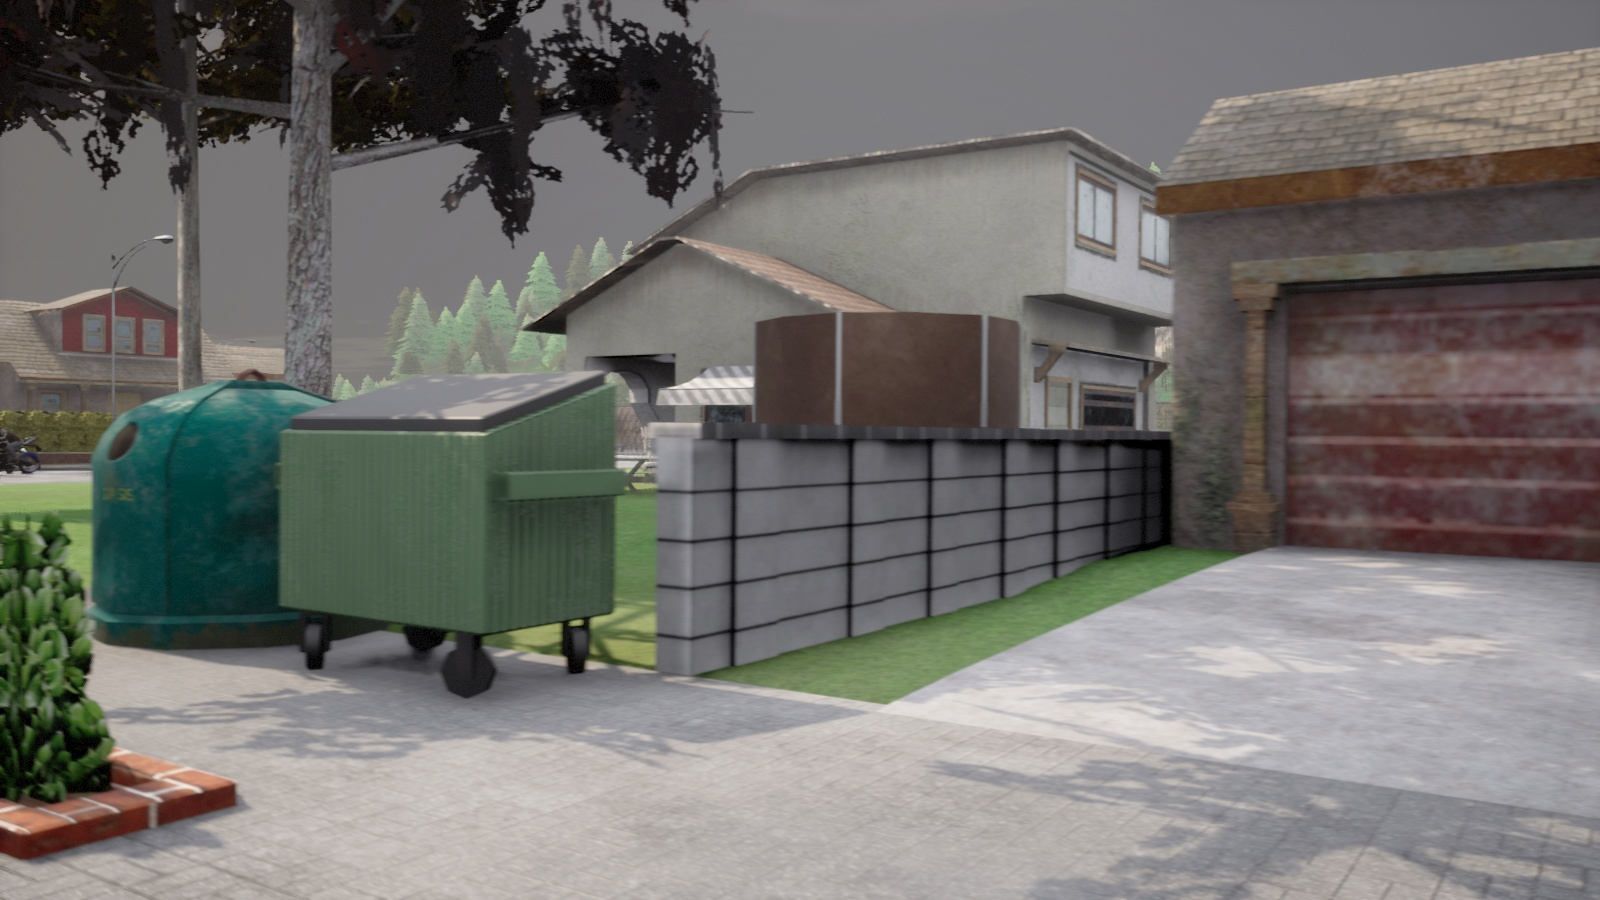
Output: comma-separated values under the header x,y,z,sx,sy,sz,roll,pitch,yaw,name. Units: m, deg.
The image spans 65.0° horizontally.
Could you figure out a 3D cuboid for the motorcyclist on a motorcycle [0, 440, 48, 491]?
x,y,z,sx,sy,sz,roll,pitch,yaw,name
-24.411,0.463,38.474,0.866,1.530,2.191,0,1,33,motorcyclist on a motorcycle
